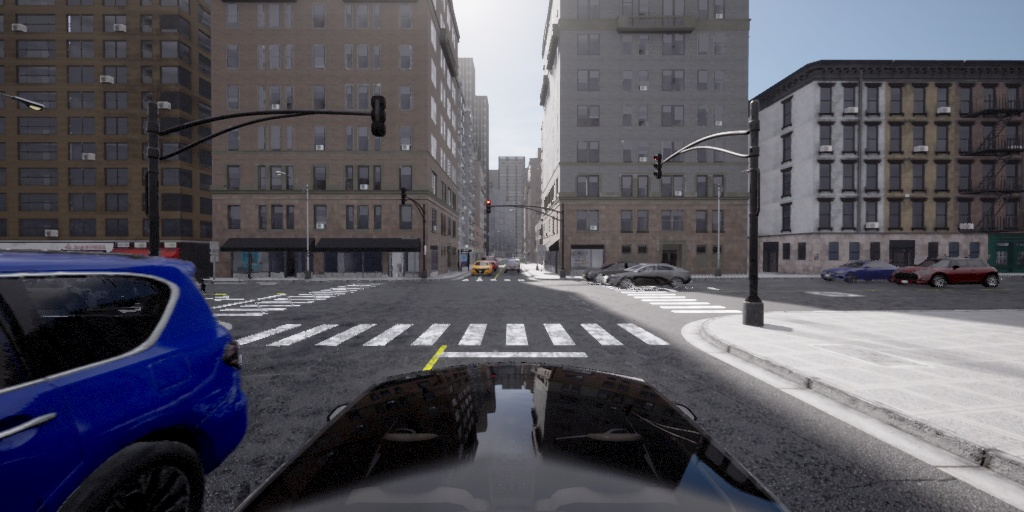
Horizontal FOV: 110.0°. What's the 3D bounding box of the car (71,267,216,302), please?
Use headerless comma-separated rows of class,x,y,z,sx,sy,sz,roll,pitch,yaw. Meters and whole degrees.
car,-17.797,1.335,17.510,4.902,1.511,2.128,0,1,1

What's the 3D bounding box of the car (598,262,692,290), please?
car,7.922,1.167,21.081,4.902,1.511,2.128,0,1,0

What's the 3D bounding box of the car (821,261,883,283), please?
car,23.813,1.062,24.414,4.674,1.442,1.812,0,1,0

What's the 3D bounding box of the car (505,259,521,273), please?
car,0.062,1.307,44.431,2.033,1.411,5.357,0,0,0

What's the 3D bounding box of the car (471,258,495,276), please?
car,-3.115,1.233,37.526,1.882,1.535,5.008,0,0,0

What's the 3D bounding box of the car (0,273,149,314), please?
car,-17.527,1.442,14.251,4.181,1.385,1.994,0,1,0

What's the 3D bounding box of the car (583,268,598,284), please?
car,7.332,1.148,24.434,4.892,1.490,1.837,0,1,2

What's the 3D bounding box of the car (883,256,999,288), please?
car,25.417,0.911,21.169,4.553,1.767,2.097,0,1,0

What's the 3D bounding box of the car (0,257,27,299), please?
car,-27.879,1.111,17.439,5.566,2.045,2.150,0,1,-1

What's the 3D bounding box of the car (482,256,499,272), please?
car,-3.124,0.984,47.482,2.150,2.045,5.566,0,0,0

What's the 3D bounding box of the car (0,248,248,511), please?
car,-3.131,0.973,0.486,2.150,2.045,5.566,0,0,0
